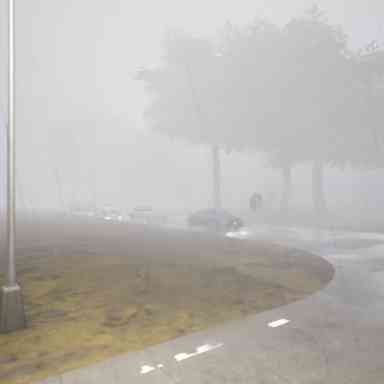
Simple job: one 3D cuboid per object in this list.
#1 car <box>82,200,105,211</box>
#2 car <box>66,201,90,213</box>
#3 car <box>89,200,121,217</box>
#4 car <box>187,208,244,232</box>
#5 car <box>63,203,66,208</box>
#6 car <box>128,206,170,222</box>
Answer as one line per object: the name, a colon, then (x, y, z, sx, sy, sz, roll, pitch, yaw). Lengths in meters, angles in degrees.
car: (-14.817, 2.034, 50.050, 1.837, 1.490, 4.892, -1, 0, -35)
car: (-15.563, 2.058, 46.081, 1.812, 1.442, 4.674, -1, 0, -35)
car: (-9.682, 1.937, 37.681, 1.812, 1.442, 4.674, -1, 0, -35)
car: (1.460, 1.758, 21.955, 1.994, 1.385, 4.181, -1, 0, -36)
car: (-21.674, 2.278, 59.743, 1.895, 1.301, 4.718, -1, 0, -34)
car: (-3.892, 1.898, 29.479, 1.895, 1.301, 4.718, -1, 0, -36)
